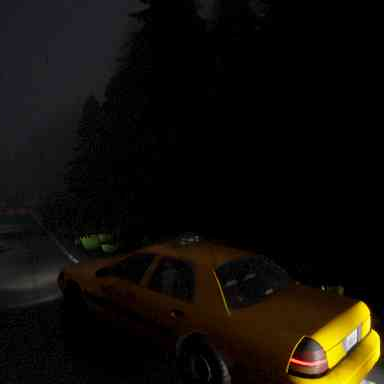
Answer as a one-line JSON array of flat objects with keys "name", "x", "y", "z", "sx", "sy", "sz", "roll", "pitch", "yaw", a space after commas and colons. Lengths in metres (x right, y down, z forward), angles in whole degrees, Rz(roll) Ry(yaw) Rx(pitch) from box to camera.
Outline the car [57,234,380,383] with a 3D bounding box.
[{"name": "car", "x": -0.253, "y": 1.417, "z": 5.085, "sx": 5.366, "sy": 1.575, "sz": 1.801, "roll": 1, "pitch": 1, "yaw": 44}]

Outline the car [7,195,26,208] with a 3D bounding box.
[{"name": "car", "x": -21.124, "y": 1.057, "z": 40.067, "sx": 2.128, "sy": 1.511, "sz": 4.902, "roll": -2, "pitch": 2, "yaw": -26}]
